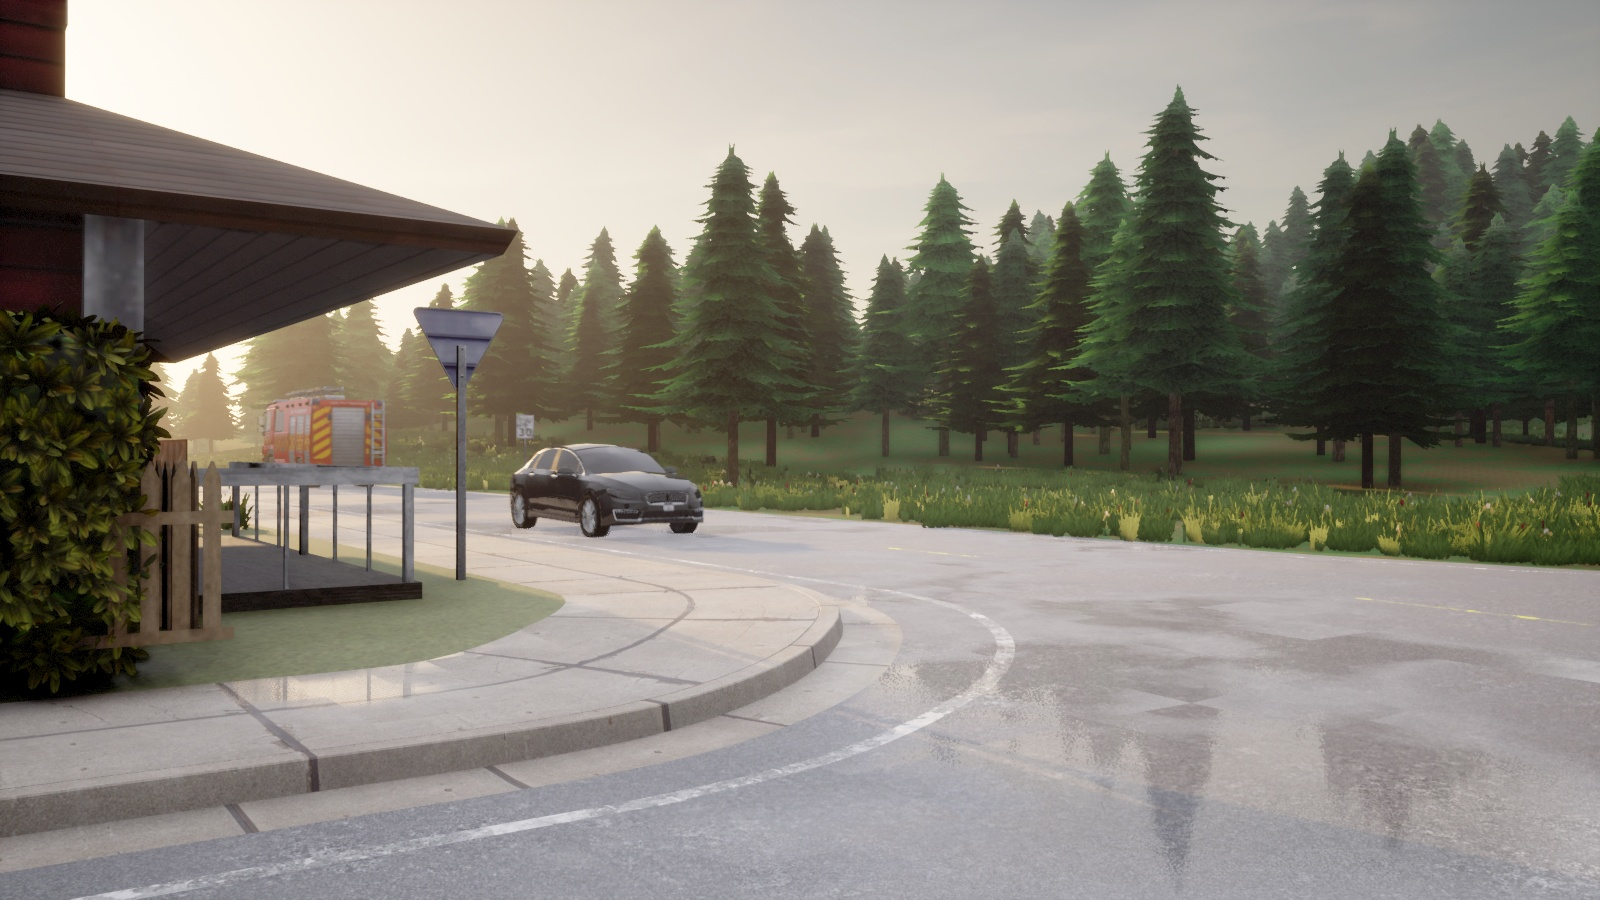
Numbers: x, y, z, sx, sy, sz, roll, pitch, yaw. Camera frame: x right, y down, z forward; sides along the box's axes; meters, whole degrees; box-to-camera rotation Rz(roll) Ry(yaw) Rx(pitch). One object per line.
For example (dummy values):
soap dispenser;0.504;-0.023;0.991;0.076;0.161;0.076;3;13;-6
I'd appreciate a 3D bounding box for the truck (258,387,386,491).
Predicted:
truck;-19.515;-0.394;50.919;2.891;3.827;8.468;0;0;-35

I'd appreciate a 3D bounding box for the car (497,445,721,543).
car;-3.406;0.670;21.563;1.837;1.490;4.892;0;0;-35
